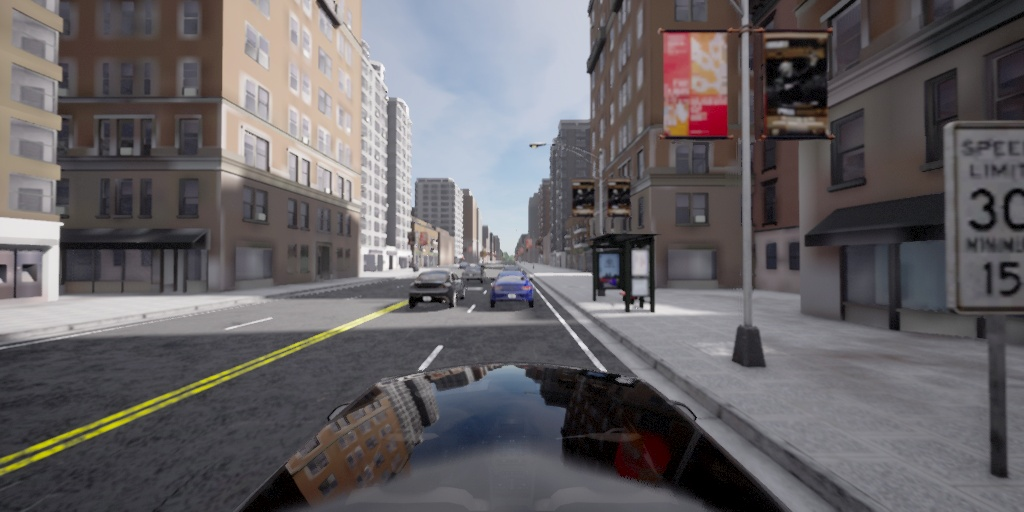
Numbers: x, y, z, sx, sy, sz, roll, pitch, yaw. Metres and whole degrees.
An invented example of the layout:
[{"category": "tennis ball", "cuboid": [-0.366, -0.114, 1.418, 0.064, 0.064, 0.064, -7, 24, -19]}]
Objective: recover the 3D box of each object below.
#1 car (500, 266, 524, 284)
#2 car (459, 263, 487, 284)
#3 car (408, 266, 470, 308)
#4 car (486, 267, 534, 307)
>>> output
[{"category": "car", "cuboid": [-0.002, 1.599, 31.150, 1.994, 1.385, 4.181, 0, -1, 0]}, {"category": "car", "cuboid": [-3.257, 1.579, 30.847, 2.033, 1.411, 5.357, 0, -1, 0]}, {"category": "car", "cuboid": [-3.249, 1.396, 16.159, 1.837, 1.490, 4.892, 0, 0, 0]}, {"category": "car", "cuboid": [0.002, 1.415, 16.251, 1.812, 1.442, 4.674, 0, 0, 0]}]
